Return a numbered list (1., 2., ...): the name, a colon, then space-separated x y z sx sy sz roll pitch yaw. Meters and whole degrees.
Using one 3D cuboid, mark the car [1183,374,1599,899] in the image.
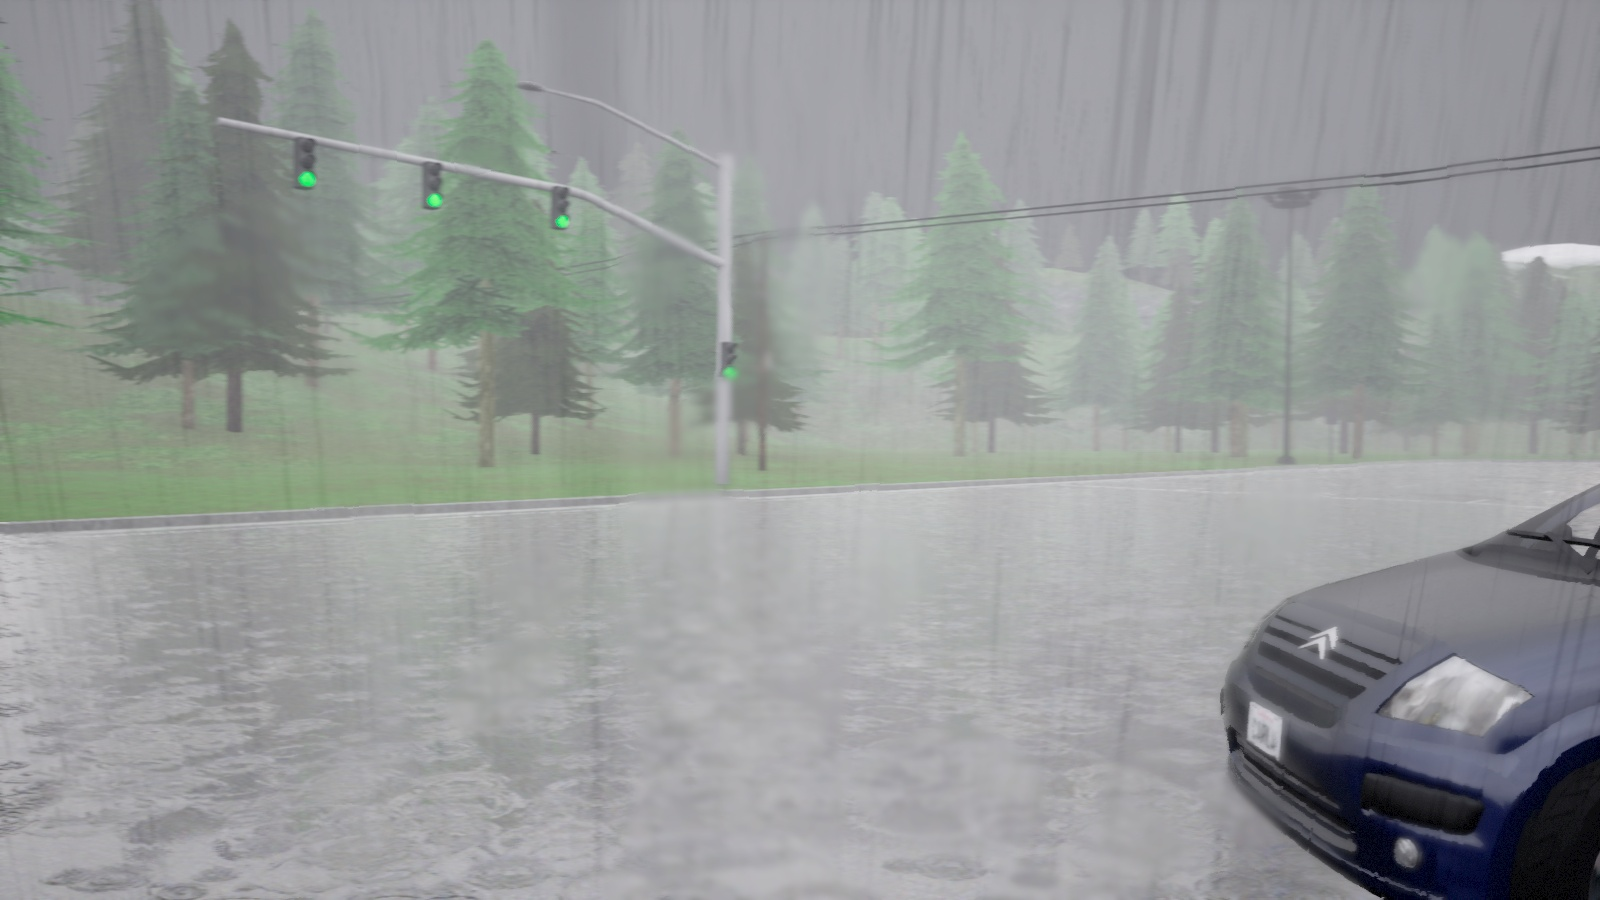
1. car: 3.547 0.584 4.145 3.988 1.617 1.851 -1 1 0
